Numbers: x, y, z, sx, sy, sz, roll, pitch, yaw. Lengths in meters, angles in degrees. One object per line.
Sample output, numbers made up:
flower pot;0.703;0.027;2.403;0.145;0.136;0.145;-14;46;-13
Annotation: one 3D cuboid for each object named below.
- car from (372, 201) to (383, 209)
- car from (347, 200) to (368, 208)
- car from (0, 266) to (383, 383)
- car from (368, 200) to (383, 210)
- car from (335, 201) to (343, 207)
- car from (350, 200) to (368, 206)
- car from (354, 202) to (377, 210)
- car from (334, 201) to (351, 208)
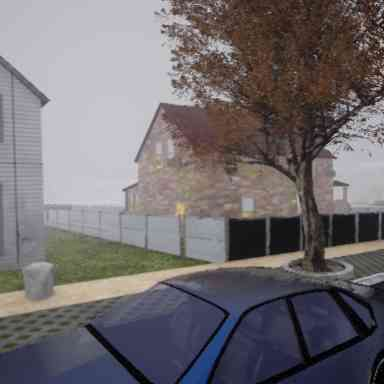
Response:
car;36.509;2.542;63.510;1.994;1.385;4.181;-1;-1;0
car;36.593;2.572;73.525;2.128;1.511;4.902;-1;-1;0
car;0.373;1.575;3.335;5.357;1.411;2.033;1;-1;-35
car;26.496;2.157;44.654;2.150;2.045;5.566;-1;-1;1
car;26.698;2.665;59.591;1.837;1.490;4.892;-1;-1;1
car;29.930;2.549;57.651;2.128;1.511;4.902;-1;-1;1
car;33.264;2.673;63.888;1.895;1.301;4.718;-1;-1;0
car;33.350;2.787;73.812;1.994;1.385;4.181;-1;-1;0
